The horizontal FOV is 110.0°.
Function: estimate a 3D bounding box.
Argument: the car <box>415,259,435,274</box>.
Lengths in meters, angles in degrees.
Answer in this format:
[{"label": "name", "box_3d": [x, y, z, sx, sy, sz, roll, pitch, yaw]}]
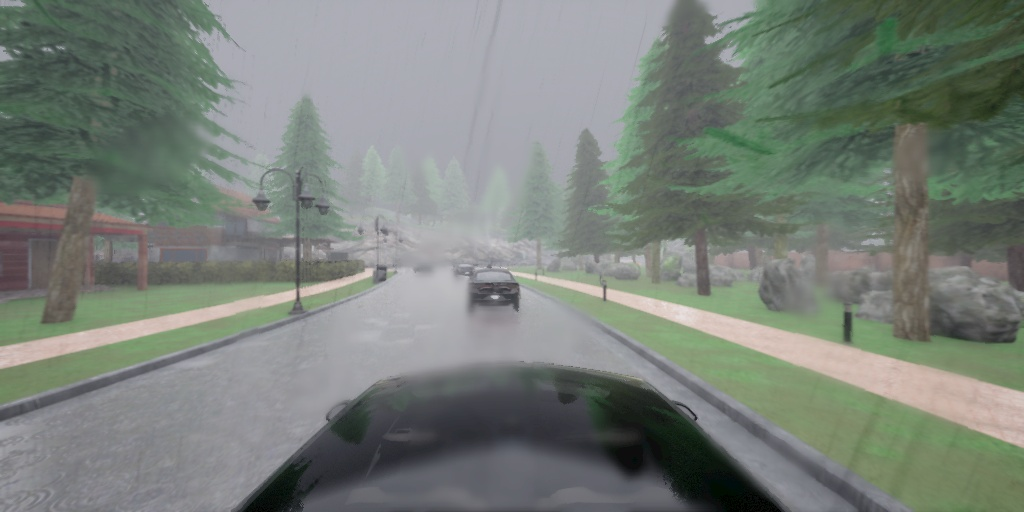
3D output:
[{"label": "car", "box_3d": [-9.983, 1.144, 41.254, 2.097, 1.767, 4.553, 0, 0, -13]}]

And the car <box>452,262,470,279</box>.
[{"label": "car", "box_3d": [-4.346, 1.297, 33.097, 1.812, 1.442, 4.674, 0, 0, -13]}]

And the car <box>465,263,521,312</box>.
[{"label": "car", "box_3d": [-0.825, 1.233, 14.486, 1.882, 1.535, 5.008, 0, 0, -6]}]
